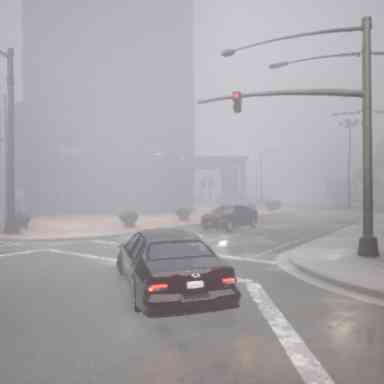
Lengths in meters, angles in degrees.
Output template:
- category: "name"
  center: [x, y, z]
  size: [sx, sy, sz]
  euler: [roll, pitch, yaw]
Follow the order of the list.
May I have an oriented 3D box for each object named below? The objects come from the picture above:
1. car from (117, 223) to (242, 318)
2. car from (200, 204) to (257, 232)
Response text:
- category: "car"
  center: [-0.641, 1.591, 7.877]
  size: [2.033, 1.411, 5.357]
  euler: [-1, 0, -16]
- category: "car"
  center: [2.431, 1.550, 21.216]
  size: [1.882, 1.535, 5.008]
  euler: [-1, 0, 36]
